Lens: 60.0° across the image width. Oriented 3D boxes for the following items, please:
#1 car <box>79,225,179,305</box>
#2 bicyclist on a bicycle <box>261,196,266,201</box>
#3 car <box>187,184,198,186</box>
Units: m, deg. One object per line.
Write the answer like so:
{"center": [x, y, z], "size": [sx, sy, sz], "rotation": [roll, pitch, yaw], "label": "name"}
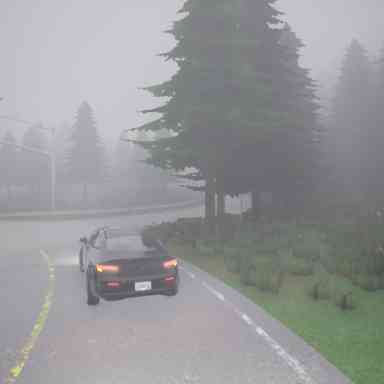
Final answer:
{"center": [-1.691, 1.526, 8.139], "size": [1.812, 1.442, 4.674], "rotation": [0, 0, -21], "label": "car"}
{"center": [6.284, 0.894, 30.423], "size": [1.656, 1.620, 0.582], "rotation": [-13, -4, 35], "label": "bicyclist on a bicycle"}
{"center": [0.063, -2.121, 70.125], "size": [2.150, 2.045, 5.566], "rotation": [0, 5, -1], "label": "car"}
